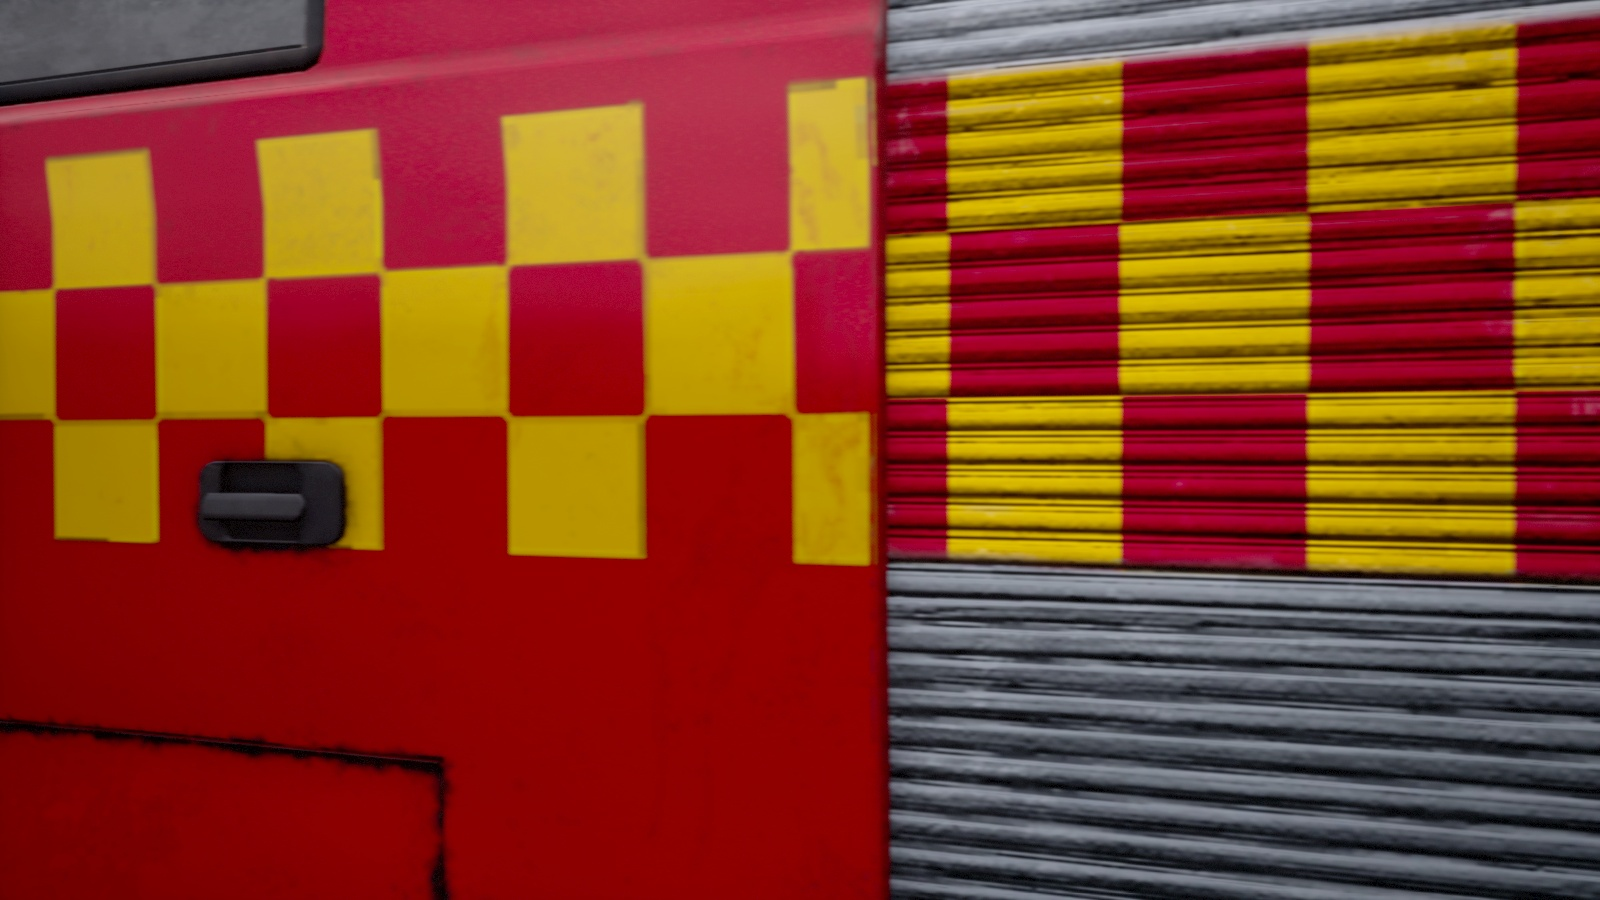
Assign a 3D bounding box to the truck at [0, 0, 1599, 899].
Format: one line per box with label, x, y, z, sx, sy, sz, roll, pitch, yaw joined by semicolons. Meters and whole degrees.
truck;-0.487;-0.393;3.340;8.468;3.827;2.891;1;1;19
